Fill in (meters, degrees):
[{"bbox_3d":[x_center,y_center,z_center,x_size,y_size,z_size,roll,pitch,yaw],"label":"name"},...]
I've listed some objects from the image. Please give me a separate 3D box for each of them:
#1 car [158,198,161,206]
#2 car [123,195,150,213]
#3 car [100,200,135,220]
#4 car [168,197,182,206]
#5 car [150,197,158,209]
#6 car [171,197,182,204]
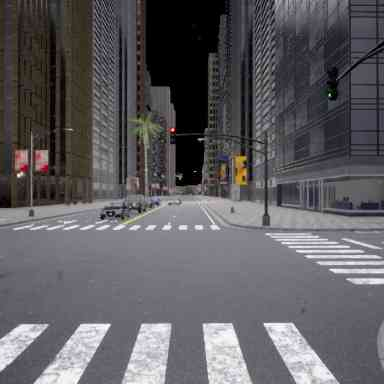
[{"bbox_3d":[-6.613,1.653,58.520,1.882,1.535,5.008,0,0,0],"label":"car"},{"bbox_3d":[-6.642,1.314,38.452,2.150,2.045,5.566,0,0,0],"label":"car"},{"bbox_3d":[-6.631,1.628,29.128,1.994,1.385,4.181,0,0,0],"label":"car"},{"bbox_3d":[-3.218,1.782,59.798,1.895,1.301,4.718,0,0,0],"label":"car"},{"bbox_3d":[-6.645,1.483,48.380,2.097,1.767,4.553,0,0,0],"label":"car"},{"bbox_3d":[-3.228,1.789,69.693,1.994,1.385,4.181,0,0,0],"label":"car"}]
